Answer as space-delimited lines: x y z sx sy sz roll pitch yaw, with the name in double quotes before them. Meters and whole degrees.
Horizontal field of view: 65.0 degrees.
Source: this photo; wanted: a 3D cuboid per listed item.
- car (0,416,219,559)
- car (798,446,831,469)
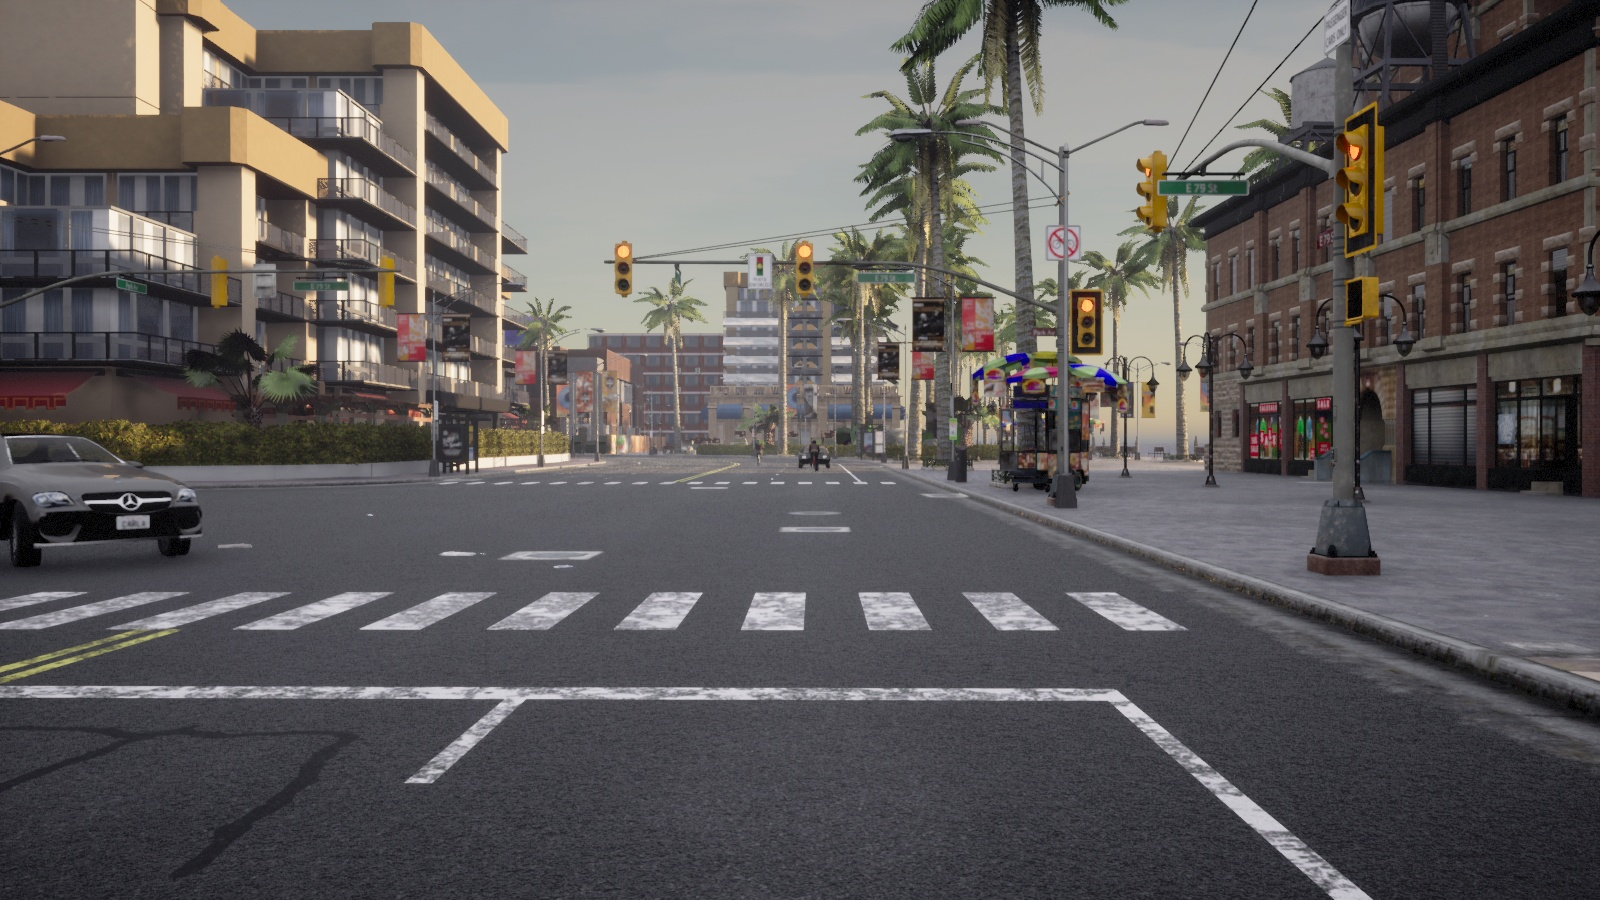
"car" -10.204 0.421 16.899 5.027 1.651 2.152 0 0 36
"car" 0.859 0.423 75.186 1.895 1.301 4.718 0 0 1
